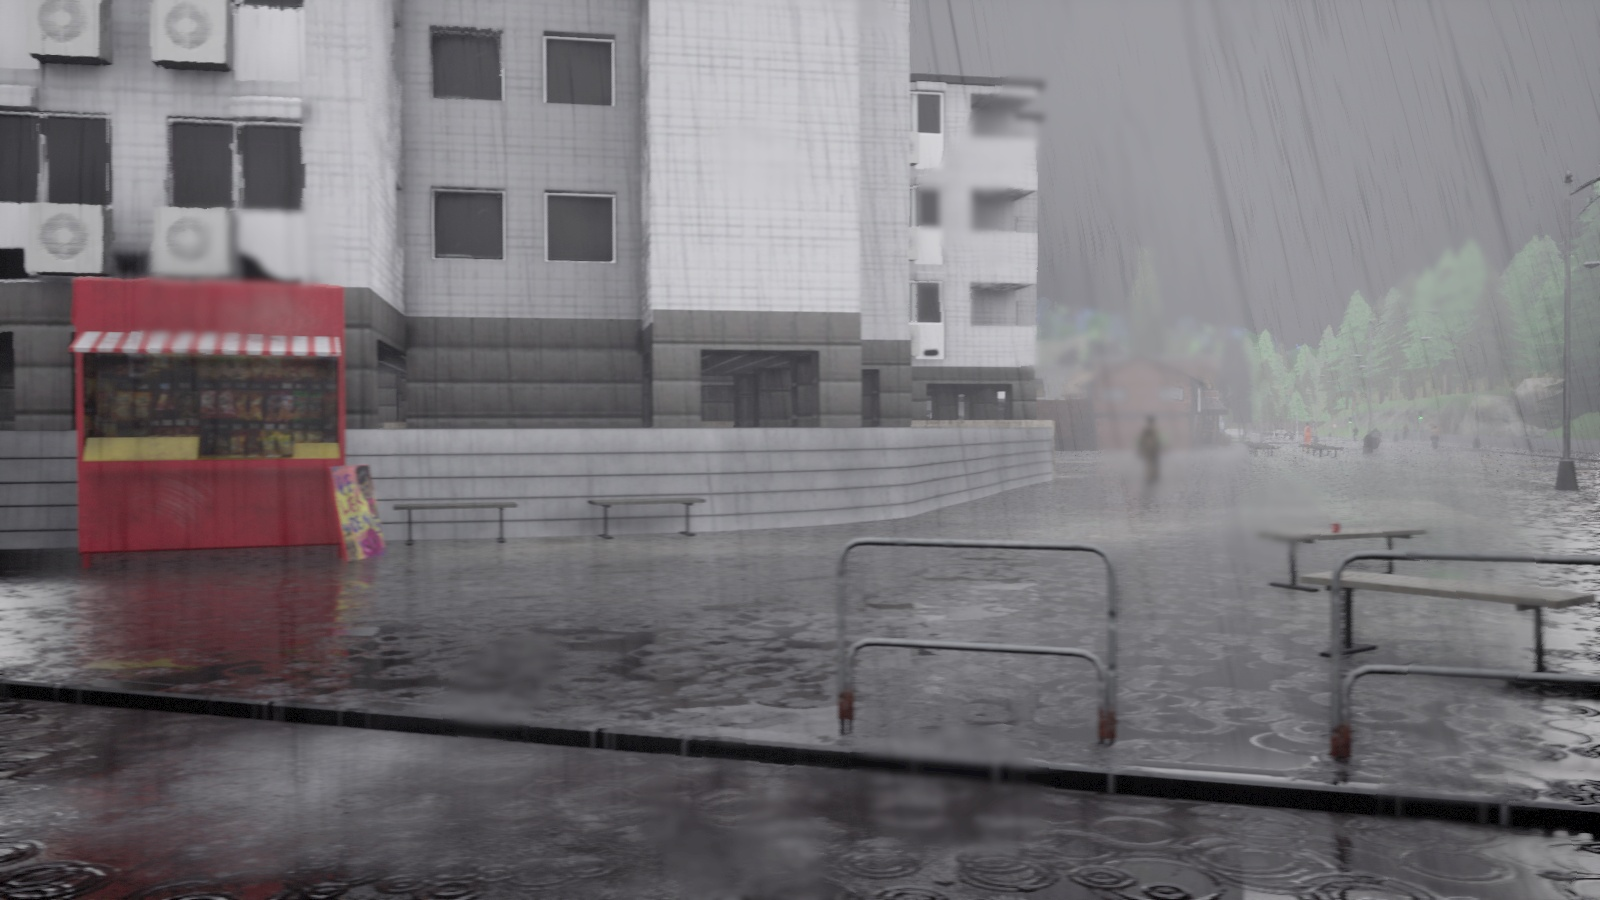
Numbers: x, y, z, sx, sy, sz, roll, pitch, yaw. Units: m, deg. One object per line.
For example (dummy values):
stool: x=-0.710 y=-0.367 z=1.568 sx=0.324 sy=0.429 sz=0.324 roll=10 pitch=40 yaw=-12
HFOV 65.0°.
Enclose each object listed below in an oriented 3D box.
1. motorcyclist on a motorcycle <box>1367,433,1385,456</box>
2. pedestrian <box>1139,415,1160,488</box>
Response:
motorcyclist on a motorcycle: x=39.524 y=-0.373 z=86.221 sx=0.866 sy=1.530 sz=2.191 roll=1 pitch=1 yaw=19
pedestrian: x=9.285 y=0.036 z=33.376 sx=0.396 sy=1.930 sz=0.692 roll=1 pitch=1 yaw=28
